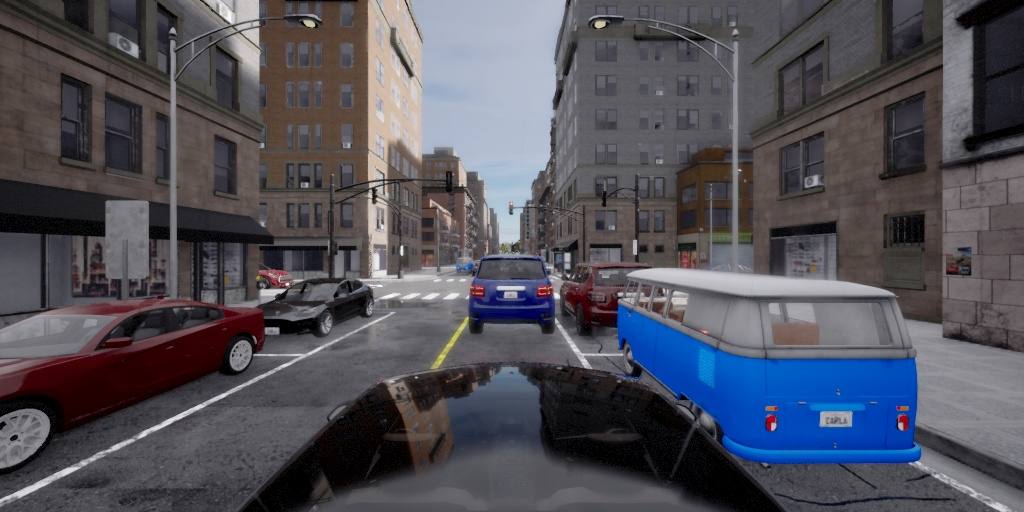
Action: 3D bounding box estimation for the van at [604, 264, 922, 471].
[{"bbox_3d":[2.633,1.091,4.768,1.690,1.789,3.998,0,0,0],"label":"van"}]

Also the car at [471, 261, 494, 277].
[{"bbox_3d":[-2.956,1.252,36.647,1.837,1.490,4.892,0,0,1],"label":"car"}]

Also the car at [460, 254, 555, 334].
[{"bbox_3d":[0.034,0.971,10.781,2.150,2.045,5.566,0,0,1],"label":"car"}]

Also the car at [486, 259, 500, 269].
[{"bbox_3d":[-3.036,1.290,58.921,2.033,1.411,5.357,0,0,0],"label":"car"}]

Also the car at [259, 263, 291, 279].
[{"bbox_3d":[-16.089,1.164,22.093,4.553,1.767,2.097,0,0,0],"label":"car"}]

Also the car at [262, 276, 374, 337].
[{"bbox_3d":[-5.411,1.316,10.251,1.948,1.339,4.313,0,0,0],"label":"car"}]

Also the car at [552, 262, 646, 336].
[{"bbox_3d":[2.614,1.065,10.280,2.192,1.841,5.009,0,0,0],"label":"car"}]

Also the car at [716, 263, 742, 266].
[{"bbox_3d":[14.679,1.225,25.198,5.357,1.411,2.033,0,0,0],"label":"car"}]

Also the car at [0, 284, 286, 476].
[{"bbox_3d":[-5.392,1.295,4.740,1.888,1.381,4.507,0,0,0],"label":"car"}]

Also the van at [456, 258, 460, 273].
[{"bbox_3d":[-5.545,1.086,42.215,1.690,1.789,3.998,0,0,0],"label":"van"}]
